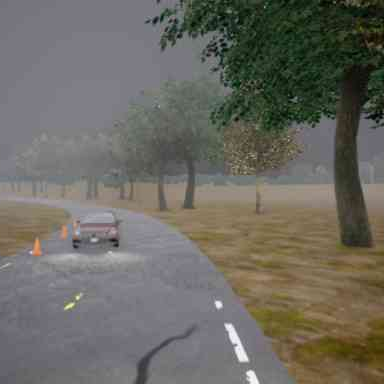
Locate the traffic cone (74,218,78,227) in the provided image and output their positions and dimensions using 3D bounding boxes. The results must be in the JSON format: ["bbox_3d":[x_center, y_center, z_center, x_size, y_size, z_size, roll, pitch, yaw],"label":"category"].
[{"bbox_3d":[-7.675,2.029,22.044,0.340,0.580,0.340,0,0,-14],"label":"traffic cone"}]

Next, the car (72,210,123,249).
[{"bbox_3d":[-4.145,1.591,15.086,1.812,1.442,4.674,0,0,-10],"label":"car"}]

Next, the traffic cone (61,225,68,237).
[{"bbox_3d":[-6.628,2.021,17.289,0.340,0.580,0.340,0,0,-11],"label":"traffic cone"}]
